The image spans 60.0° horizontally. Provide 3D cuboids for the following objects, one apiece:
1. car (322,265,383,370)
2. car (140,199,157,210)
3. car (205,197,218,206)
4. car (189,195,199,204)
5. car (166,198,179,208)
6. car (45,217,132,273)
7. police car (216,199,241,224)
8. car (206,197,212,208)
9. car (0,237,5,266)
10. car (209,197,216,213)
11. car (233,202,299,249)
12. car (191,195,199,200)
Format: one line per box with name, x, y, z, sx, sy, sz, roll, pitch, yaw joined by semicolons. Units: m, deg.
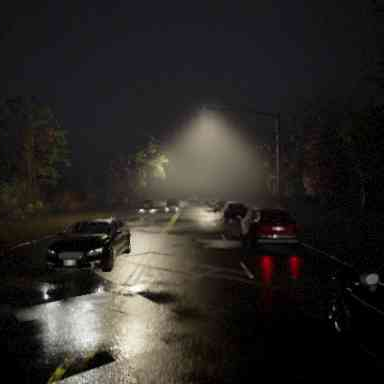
car;3.230;1.372;3.788;2.097;1.767;4.553;-1;-1;0
car;-6.487;1.802;49.389;1.812;1.442;4.674;-1;0;1
car;3.447;1.627;58.741;1.994;1.385;4.181;-1;0;1
car;0.340;1.709;67.647;1.895;1.301;4.718;-3;1;1
car;-3.165;1.690;54.173;1.882;1.535;5.008;-1;0;1
car;-3.358;1.676;11.577;2.128;1.511;4.902;-1;0;0
police car;3.249;1.476;25.918;1.930;1.638;5.238;-1;0;0
car;3.319;1.666;47.805;1.895;1.301;4.718;-1;0;0
car;-6.611;1.718;8.034;1.882;1.535;5.008;-1;0;0
car;3.261;1.584;36.807;1.812;1.442;4.674;-1;0;0
car;3.256;1.455;14.813;2.033;1.649;4.856;0;0;0
car;0.982;1.484;91.127;2.033;1.411;5.357;-1;0;2
